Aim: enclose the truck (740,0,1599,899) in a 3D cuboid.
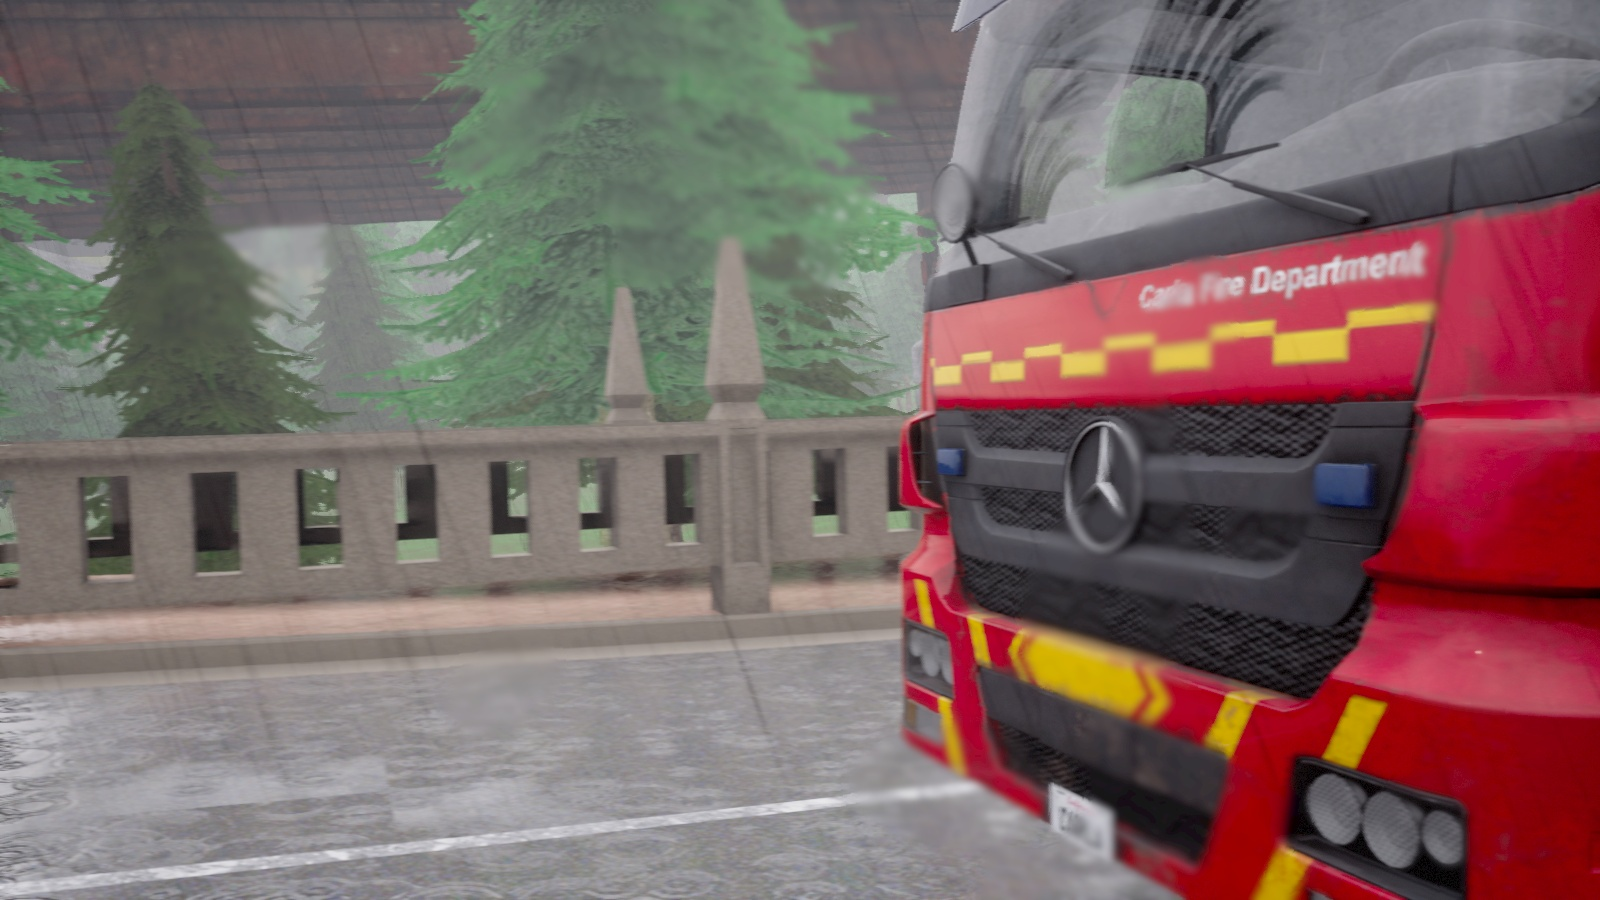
[{"bbox_3d":[4.285,-0.550,4.850,8.468,3.827,2.891,-2,1,-21],"label":"truck"}]
